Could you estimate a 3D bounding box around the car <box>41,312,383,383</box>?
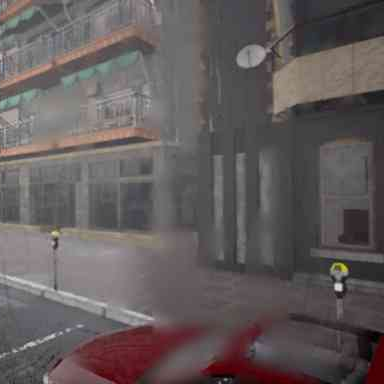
[{"bbox_3d":[0.608,1.584,2.298,4.206,1.307,1.802,0,-1,36],"label":"car"}]
